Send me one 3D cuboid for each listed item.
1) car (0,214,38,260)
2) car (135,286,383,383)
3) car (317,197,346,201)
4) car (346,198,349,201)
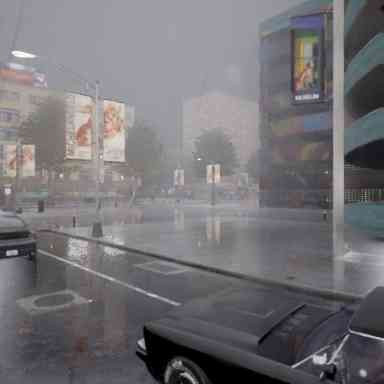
[{"bbox_3d":[-6.891,1.507,11.479,1.837,1.490,4.892,0,1,-43],"label":"car"},{"bbox_3d":[1.702,1.601,2.954,4.718,1.301,1.895,0,0,37],"label":"car"},{"bbox_3d":[17.393,1.320,42.573,4.674,1.452,2.002,0,0,-42],"label":"car"},{"bbox_3d":[23.629,1.413,53.837,4.786,1.482,2.161,0,0,-42],"label":"car"}]
